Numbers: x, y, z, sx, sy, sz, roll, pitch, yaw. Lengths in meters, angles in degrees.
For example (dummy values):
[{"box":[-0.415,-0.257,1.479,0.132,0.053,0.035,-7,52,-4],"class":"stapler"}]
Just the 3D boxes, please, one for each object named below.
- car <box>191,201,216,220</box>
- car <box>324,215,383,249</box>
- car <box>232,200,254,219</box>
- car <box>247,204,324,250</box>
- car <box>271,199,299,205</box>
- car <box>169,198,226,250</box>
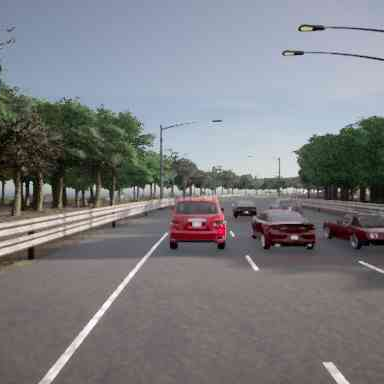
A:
[{"box":[1.087,1.567,29.444,1.994,1.385,4.181,0,0,4],"class":"car"},{"box":[7.267,1.613,14.306,1.895,1.301,4.718,0,0,2],"class":"car"},{"box":[4.578,1.479,29.188,1.882,1.535,5.008,0,0,4],"class":"car"},{"box":[3.769,1.482,14.403,1.882,1.535,5.008,0,0,2],"class":"car"},{"box":[8.066,1.360,28.903,2.097,1.767,4.553,0,0,4],"class":"car"},{"box":[0.272,1.255,14.561,2.150,2.045,5.566,0,0,2],"class":"car"}]
